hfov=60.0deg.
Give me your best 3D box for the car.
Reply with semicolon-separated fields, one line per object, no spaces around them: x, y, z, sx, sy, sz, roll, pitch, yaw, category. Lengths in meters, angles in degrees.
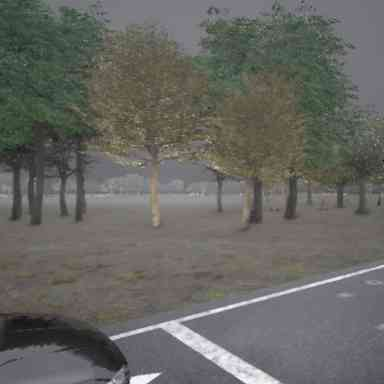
-2.731;1.485;1.915;4.902;1.511;2.128;0;0;-35;car
